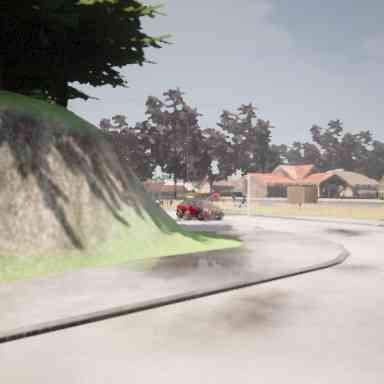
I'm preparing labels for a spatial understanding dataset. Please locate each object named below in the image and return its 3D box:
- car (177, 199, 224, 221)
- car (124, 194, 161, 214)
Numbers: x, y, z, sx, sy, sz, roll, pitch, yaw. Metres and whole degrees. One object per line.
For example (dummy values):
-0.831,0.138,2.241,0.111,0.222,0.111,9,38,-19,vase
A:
0.645,1.379,27.758,2.097,1.767,4.553,0,0,-36,car
-5.488,1.249,36.366,2.150,2.045,5.566,0,0,-35,car
